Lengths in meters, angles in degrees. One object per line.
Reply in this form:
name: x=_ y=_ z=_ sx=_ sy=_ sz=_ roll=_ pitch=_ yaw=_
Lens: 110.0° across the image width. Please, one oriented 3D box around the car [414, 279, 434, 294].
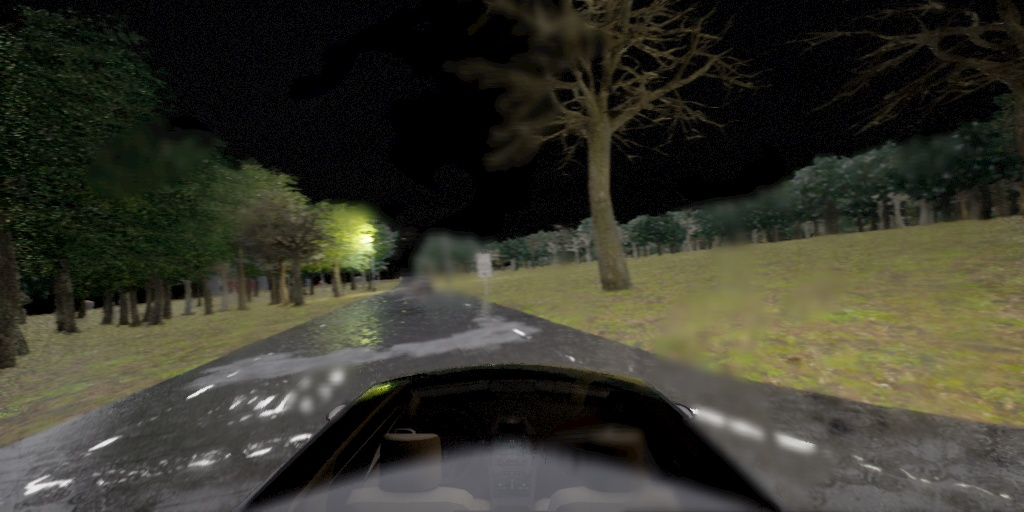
car: x=-9.912 y=3.438 z=40.543 sx=1.837 sy=1.490 sz=4.892 roll=-5 pitch=-2 yaw=-15
